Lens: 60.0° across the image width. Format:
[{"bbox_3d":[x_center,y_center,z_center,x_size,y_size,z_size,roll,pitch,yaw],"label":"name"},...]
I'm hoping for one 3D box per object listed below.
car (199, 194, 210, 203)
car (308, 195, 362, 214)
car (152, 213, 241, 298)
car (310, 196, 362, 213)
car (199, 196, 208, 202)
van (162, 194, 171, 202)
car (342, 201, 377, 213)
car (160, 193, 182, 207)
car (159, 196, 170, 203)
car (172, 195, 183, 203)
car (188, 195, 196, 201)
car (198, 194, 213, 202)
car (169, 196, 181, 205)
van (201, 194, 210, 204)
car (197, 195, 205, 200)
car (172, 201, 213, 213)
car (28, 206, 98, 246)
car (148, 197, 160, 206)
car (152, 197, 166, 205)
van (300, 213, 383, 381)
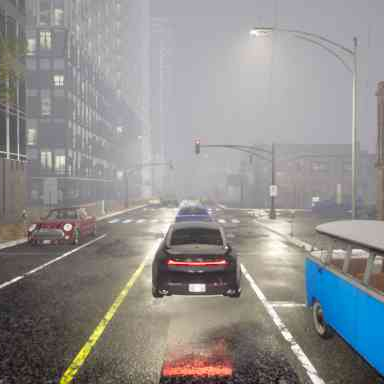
[{"bbox_3d":[2.587,1.298,69.921,2.192,1.841,5.009,-1,0,0],"label":"car"},{"bbox_3d":[15.504,1.349,35.776,5.566,2.045,2.150,1,1,1],"label":"car"},{"bbox_3d":[0.087,1.502,8.495,1.837,1.490,4.892,0,0,0],"label":"car"},{"bbox_3d":[16.478,1.411,38.362,5.009,1.841,2.192,1,0,1],"label":"car"},{"bbox_3d":[2.584,1.564,75.565,1.802,1.307,4.206,-1,0,0],"label":"car"},{"bbox_3d":[-5.767,1.323,75.610,1.690,1.788,3.998,-1,0,0],"label":"van"},{"bbox_3d":[16.379,1.793,29.985,4.313,1.339,1.947,1,0,1],"label":"car"},{"bbox_3d":[-3.166,1.210,50.726,2.150,2.045,5.566,0,0,1],"label":"car"},{"bbox_3d":[-5.756,1.549,69.966,1.947,1.339,4.313,-1,0,0],"label":"car"},{"bbox_3d":[-3.089,1.508,71.377,2.128,1.511,4.902,0,0,0],"label":"car"},{"bbox_3d":[-0.100,1.480,79.560,1.837,1.490,4.892,0,0,0],"label":"car"},{"bbox_3d":[2.603,1.425,58.633,1.967,1.590,4.097,-1,0,0],"label":"car"},{"bbox_3d":[-3.145,1.462,61.105,1.882,1.535,5.008,0,0,0],"label":"car"},{"bbox_3d":[2.594,1.325,64.278,1.690,1.788,3.998,-1,0,0],"label":"van"},{"bbox_3d":[2.563,1.531,92.498,2.008,1.369,4.403,-1,0,0],"label":"car"},{"bbox_3d":[0.069,1.472,17.982,1.882,1.535,5.008,0,0,0],"label":"car"},{"bbox_3d":[-5.723,1.436,15.086,1.967,1.590,4.097,-1,0,0],"label":"car"},{"bbox_3d":[-5.906,1.512,52.864,1.752,1.417,4.829,-1,0,0],"label":"car"},{"bbox_3d":[-5.742,1.551,58.677,1.947,1.339,4.313,-1,0,0],"label":"car"},{"bbox_3d":[2.669,1.340,4.013,1.690,1.788,3.998,-1,0,0],"label":"van"}]
